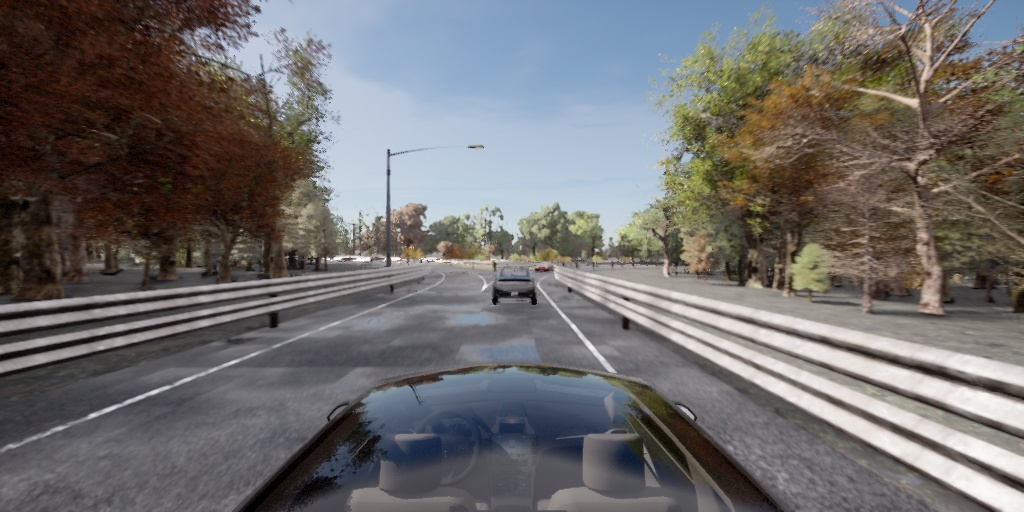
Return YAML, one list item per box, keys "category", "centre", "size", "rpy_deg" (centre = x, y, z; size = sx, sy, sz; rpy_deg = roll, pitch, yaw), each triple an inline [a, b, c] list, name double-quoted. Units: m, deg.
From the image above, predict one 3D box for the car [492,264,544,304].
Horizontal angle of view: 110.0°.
- category: "car"
  centre: [0.124, 1.278, 16.622]
  size: [2.128, 1.511, 4.902]
  rpy_deg: [0, 0, 1]

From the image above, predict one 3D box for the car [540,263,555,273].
- category: "car"
  centre: [4.568, 1.590, 48.306]
  size: [1.895, 1.301, 4.718]
  rpy_deg: [0, 0, 19]
